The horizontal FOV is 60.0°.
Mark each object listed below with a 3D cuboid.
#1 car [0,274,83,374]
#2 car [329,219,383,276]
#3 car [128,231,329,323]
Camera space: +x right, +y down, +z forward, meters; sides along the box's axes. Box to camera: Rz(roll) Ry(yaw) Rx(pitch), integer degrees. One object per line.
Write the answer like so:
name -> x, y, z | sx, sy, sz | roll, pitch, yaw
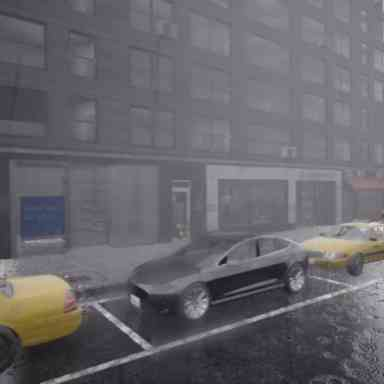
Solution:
car -> -3.856, 1.525, 3.910 | 4.829, 1.417, 1.752 | 0, -1, -35
car -> 5.110, 1.533, 10.301 | 4.829, 1.417, 1.752 | 0, -1, -35
car -> 0.765, 1.569, 7.204 | 4.313, 1.339, 1.947 | 0, -1, -35
